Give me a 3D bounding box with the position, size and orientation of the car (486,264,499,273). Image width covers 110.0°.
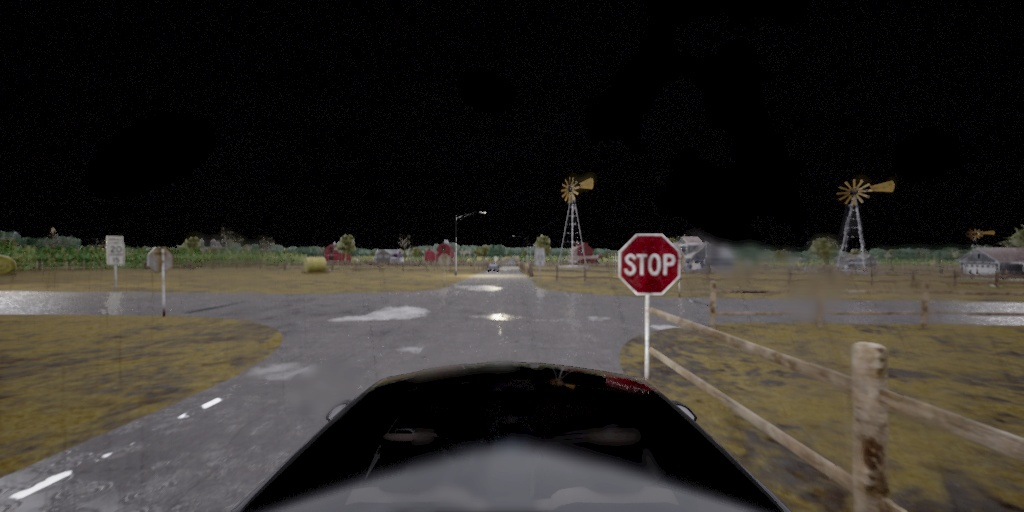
[{"bbox_3d":[-2.866,1.858,55.094,2.033,1.411,5.357,0,0,0],"label":"car"}]
